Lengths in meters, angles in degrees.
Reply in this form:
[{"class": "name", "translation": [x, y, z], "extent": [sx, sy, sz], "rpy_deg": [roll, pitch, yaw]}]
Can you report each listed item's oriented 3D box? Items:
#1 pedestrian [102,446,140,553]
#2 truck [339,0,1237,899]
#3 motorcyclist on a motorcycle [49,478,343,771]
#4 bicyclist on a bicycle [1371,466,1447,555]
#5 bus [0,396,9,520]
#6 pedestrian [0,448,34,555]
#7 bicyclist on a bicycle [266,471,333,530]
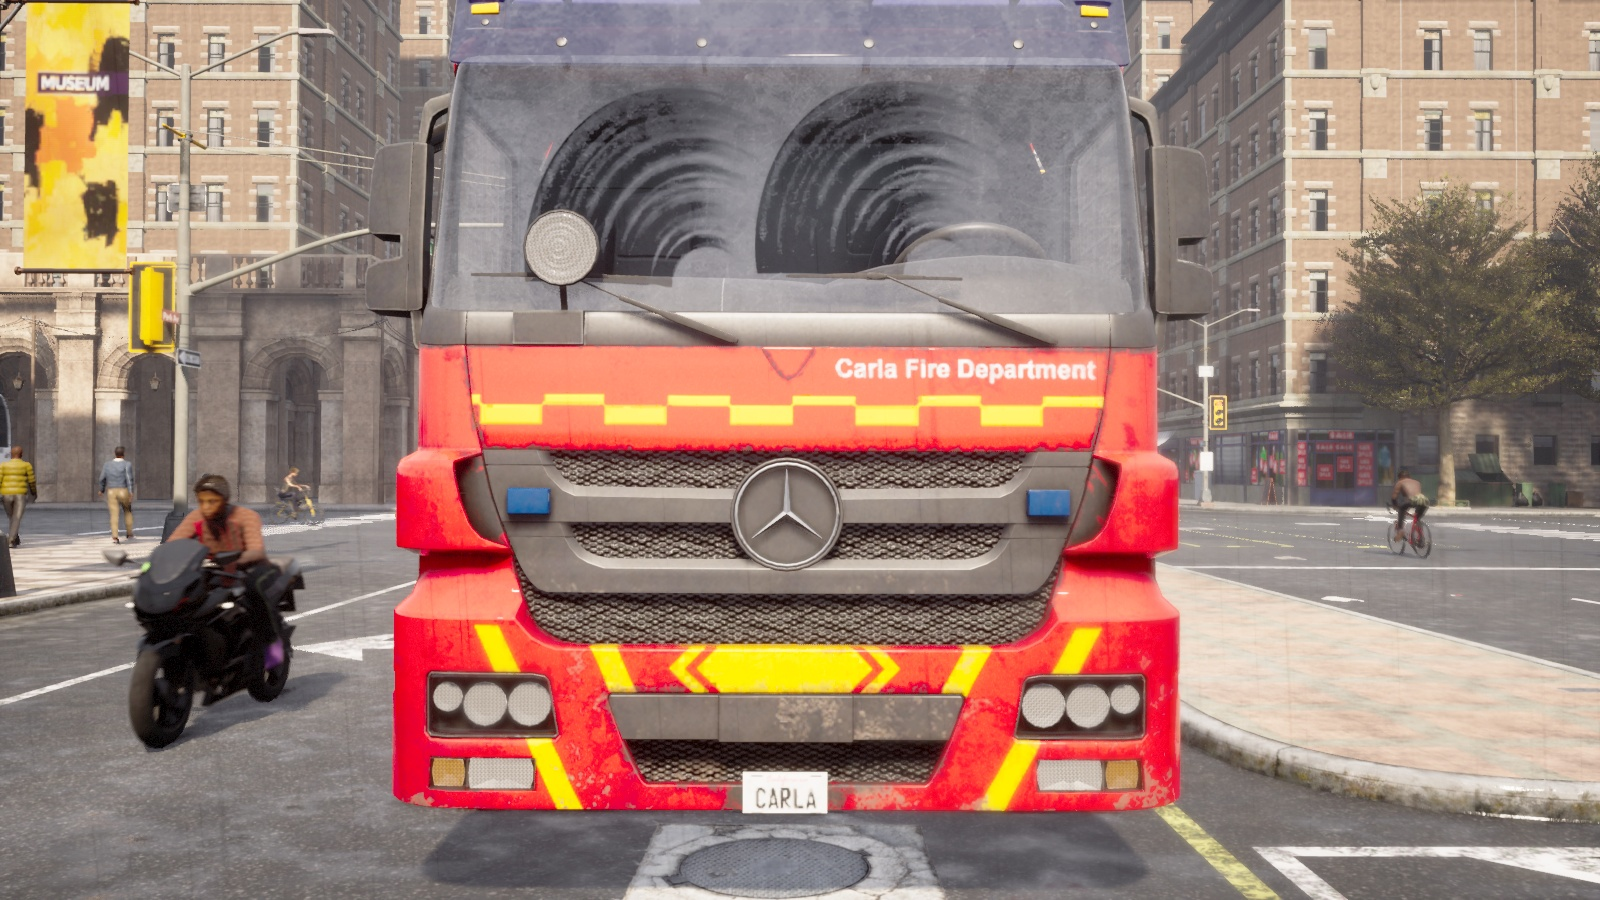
[{"class": "pedestrian", "translation": [-12.629, 0.913, 23.375], "extent": [0.423, 1.949, 0.788], "rpy_deg": [0, -1, -13]}, {"class": "truck", "translation": [-0.054, -0.211, 8.305], "extent": [2.891, 3.827, 8.468], "rpy_deg": [0, -1, 0]}, {"class": "motorcyclist on a motorcycle", "translation": [-3.545, 0.939, 7.620], "extent": [0.797, 1.523, 2.044], "rpy_deg": [0, -1, 0]}, {"class": "bicyclist on a bicycle", "translation": [11.412, 1.117, 23.584], "extent": [0.582, 1.620, 1.656], "rpy_deg": [0, -1, 0]}, {"class": "bus", "translation": [-32.627, 0.266, 41.634], "extent": [10.273, 4.253, 3.944], "rpy_deg": [0, -1, 0]}, {"class": "pedestrian", "translation": [-13.735, 0.895, 22.017], "extent": [0.370, 1.835, 0.726], "rpy_deg": [0, -1, -19]}, {"class": "bicyclist on a bicycle", "translation": [-13.844, 1.389, 34.752], "extent": [1.509, 1.612, 0.866], "rpy_deg": [0, -1, -1]}]
